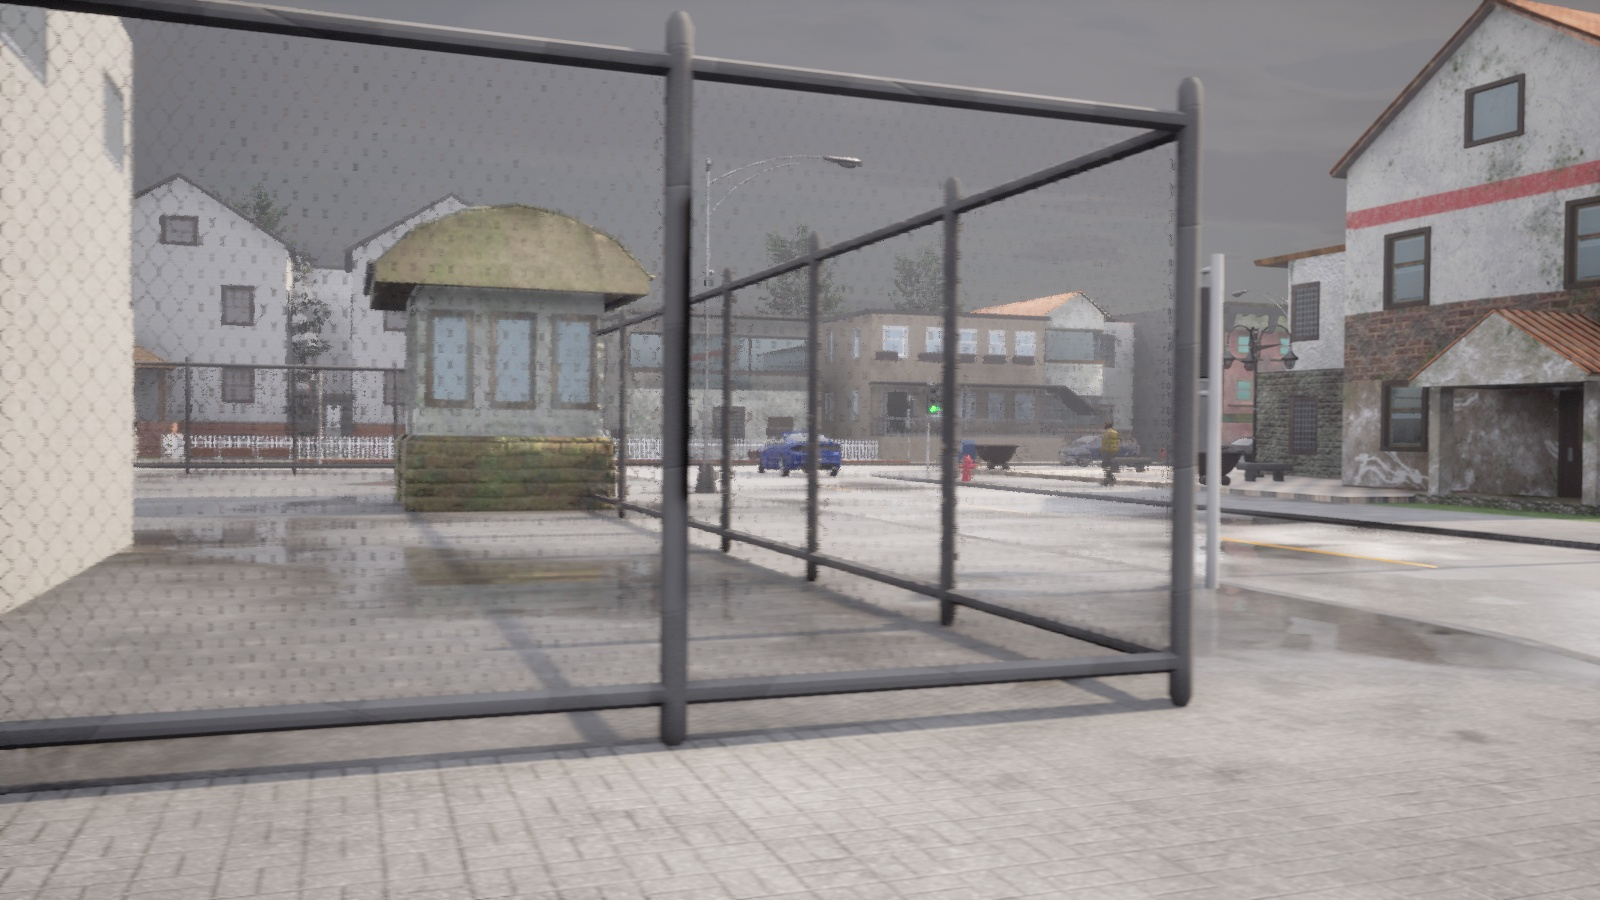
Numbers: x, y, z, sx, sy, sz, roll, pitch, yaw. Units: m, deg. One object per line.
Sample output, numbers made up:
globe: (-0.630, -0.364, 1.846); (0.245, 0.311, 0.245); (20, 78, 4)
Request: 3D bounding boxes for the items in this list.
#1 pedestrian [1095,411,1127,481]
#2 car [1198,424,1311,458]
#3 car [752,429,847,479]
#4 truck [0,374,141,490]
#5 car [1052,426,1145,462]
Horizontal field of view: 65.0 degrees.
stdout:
pedestrian: (8.259, -0.120, 33.328); (0.370, 1.835, 0.726); (-1, 1, -40)
car: (21.641, -0.424, 59.802); (5.008, 1.535, 1.882); (-1, 1, -20)
car: (-0.098, 0.090, 42.568); (1.882, 1.535, 5.008); (-1, 1, -16)
truck: (-25.043, -0.536, 38.688); (7.936, 3.462, 2.891); (-1, 1, -17)
car: (13.500, -0.288, 56.860); (3.705, 1.549, 1.789); (-1, 1, -20)
